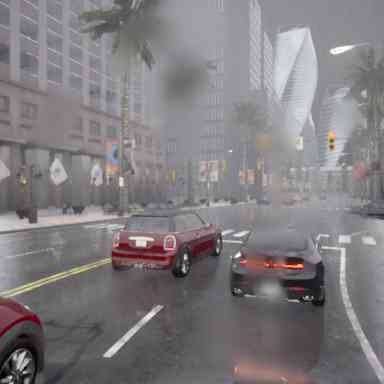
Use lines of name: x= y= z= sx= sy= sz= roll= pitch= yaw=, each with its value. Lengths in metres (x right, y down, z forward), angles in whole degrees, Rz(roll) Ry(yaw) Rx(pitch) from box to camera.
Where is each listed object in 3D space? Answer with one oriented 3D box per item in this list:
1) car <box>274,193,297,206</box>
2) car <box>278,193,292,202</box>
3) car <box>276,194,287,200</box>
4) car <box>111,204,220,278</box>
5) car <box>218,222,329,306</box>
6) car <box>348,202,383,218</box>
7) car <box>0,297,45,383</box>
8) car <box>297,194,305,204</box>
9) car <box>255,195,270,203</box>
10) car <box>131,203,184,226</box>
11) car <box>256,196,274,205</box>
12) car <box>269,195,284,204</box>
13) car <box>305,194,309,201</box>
car: x=15.525 y=1.338 z=55.176 sx=2.097 sy=1.767 sz=4.553 roll=0 pitch=0 yaw=25
car: x=21.349 y=1.203 z=76.071 sx=2.150 sy=2.045 sz=5.566 roll=0 pitch=0 yaw=25
car: x=23.923 y=1.329 z=89.183 sx=2.185 sy=1.767 sz=4.553 roll=0 pitch=0 yaw=24
car: x=-0.546 y=1.349 z=10.568 sx=2.097 sy=1.767 sz=4.553 roll=0 pitch=0 yaw=21
car: x=2.240 y=1.502 z=8.204 sx=1.837 sy=1.490 sz=4.892 roll=0 pitch=0 yaw=20
car: x=16.276 y=1.539 z=28.215 sx=5.357 sy=1.411 sz=2.033 roll=0 pitch=0 yaw=39
car: x=-2.964 y=1.352 z=2.098 sx=2.097 sy=1.767 sz=4.553 roll=0 pitch=0 yaw=7
car: x=20.680 y=1.459 z=66.223 sx=1.882 sy=1.535 sz=5.008 roll=0 pitch=0 yaw=25
car: x=14.720 y=1.493 z=69.276 sx=2.161 sy=1.482 sz=4.786 roll=0 pitch=0 yaw=24
car: x=-2.423 y=1.557 z=24.453 sx=1.994 sy=1.385 sz=4.181 roll=0 pitch=0 yaw=25
car: x=12.611 y=1.461 z=57.204 sx=1.882 sy=1.535 sz=5.008 roll=0 pitch=0 yaw=25
car: x=16.924 y=1.459 z=66.452 sx=1.882 sy=1.535 sz=5.008 roll=0 pitch=0 yaw=25
car: x=26.480 y=1.332 z=78.806 sx=2.097 sy=1.767 sz=4.553 roll=0 pitch=0 yaw=25
